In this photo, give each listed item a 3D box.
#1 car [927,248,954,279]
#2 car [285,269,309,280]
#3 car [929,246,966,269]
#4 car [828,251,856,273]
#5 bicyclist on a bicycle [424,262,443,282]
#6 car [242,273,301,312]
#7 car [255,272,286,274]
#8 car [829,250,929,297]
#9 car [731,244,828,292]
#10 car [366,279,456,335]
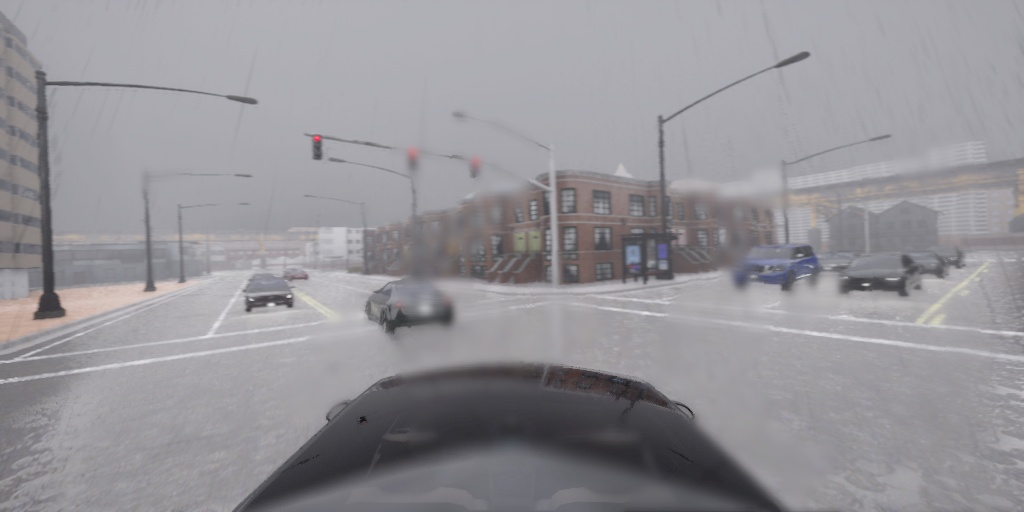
[{"bbox_3d":[21.969,0.457,19.394,4.181,1.385,1.994,-2,0,-35],"label":"car"},{"bbox_3d":[-26.509,2.358,44.418,1.994,1.385,4.181,-2,0,-35],"label":"car"},{"bbox_3d":[30.389,0.072,25.317,4.892,1.490,1.837,-2,0,-35],"label":"car"},{"bbox_3d":[21.056,0.423,23.031,4.902,1.511,2.128,-2,0,-35],"label":"car"},{"bbox_3d":[-6.222,1.301,28.487,1.656,1.620,0.582,-2,0,-36],"label":"bicyclist on a bicycle"},{"bbox_3d":[-11.899,1.765,17.548,2.033,1.411,5.357,-2,0,-36],"label":"car"},{"bbox_3d":[-17.680,2.009,25.662,1.994,1.385,4.181,-2,0,-35],"label":"car"},{"bbox_3d":[14.539,0.689,14.131,4.892,1.490,1.837,-2,0,-35],"label":"car"},{"bbox_3d":[12.695,0.478,17.120,5.566,2.045,2.150,-2,0,-35],"label":"car"},{"bbox_3d":[-3.341,1.446,11.423,1.994,1.385,4.181,-2,0,-30],"label":"car"}]
